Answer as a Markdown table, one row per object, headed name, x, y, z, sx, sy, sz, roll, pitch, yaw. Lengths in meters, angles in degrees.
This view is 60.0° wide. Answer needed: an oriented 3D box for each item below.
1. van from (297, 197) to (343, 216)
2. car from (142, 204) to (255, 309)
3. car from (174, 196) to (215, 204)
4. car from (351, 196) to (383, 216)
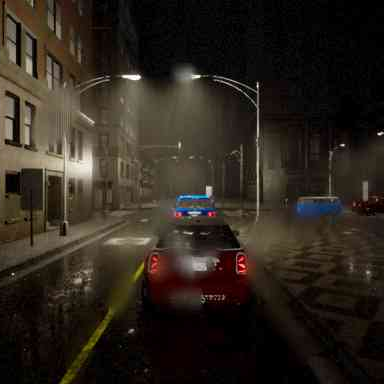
| name | x | y | z | sx | sy | sz | roll | pitch | yaw |
| --- | --- | --- | --- | --- | --- | --- | --- | --- | --- |
| van | 11.780 | 1.350 | 30.766 | 3.998 | 1.788 | 1.690 | 0 | 0 | -1 |
| car | 0.116 | 1.347 | 8.030 | 2.097 | 1.767 | 4.553 | 0 | 0 | 0 |
| car | 0.132 | 1.208 | 17.887 | 2.150 | 2.045 | 5.566 | 0 | 0 | 0 |
| car | 17.421 | 1.323 | 30.842 | 5.009 | 1.841 | 2.192 | 0 | 0 | -1 |
